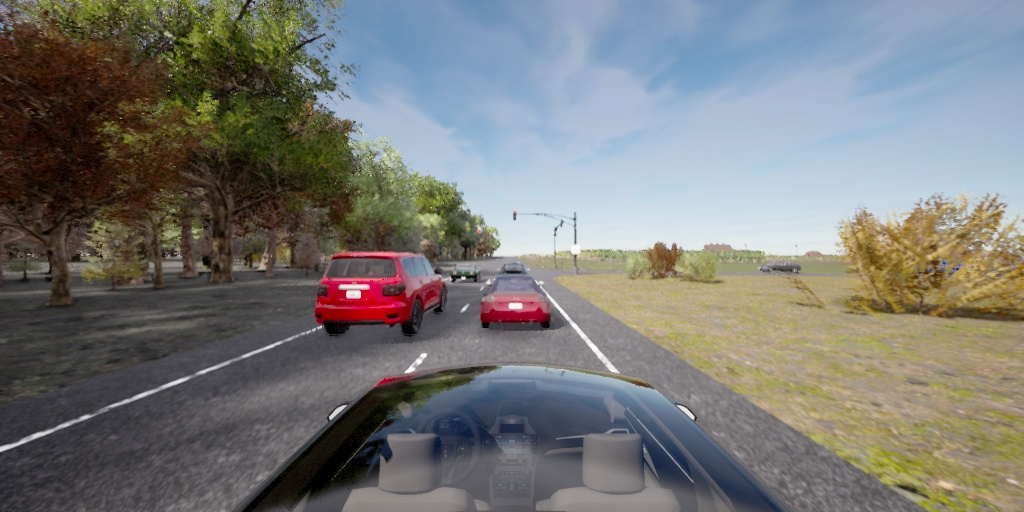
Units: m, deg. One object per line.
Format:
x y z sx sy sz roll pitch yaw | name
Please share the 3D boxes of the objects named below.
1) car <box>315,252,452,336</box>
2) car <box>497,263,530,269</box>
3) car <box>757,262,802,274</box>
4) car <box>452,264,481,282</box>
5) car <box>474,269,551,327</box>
-3.402 0.927 10.429 2.150 2.045 5.566 0 0 0 | car
0.107 1.154 22.554 1.837 1.490 4.892 0 0 0 | car
33.345 1.446 44.870 4.902 1.511 2.128 1 -1 1 | car
-3.385 1.227 27.221 1.895 1.301 4.718 0 0 0 | car
0.100 1.266 11.292 1.994 1.385 4.181 0 0 0 | car
